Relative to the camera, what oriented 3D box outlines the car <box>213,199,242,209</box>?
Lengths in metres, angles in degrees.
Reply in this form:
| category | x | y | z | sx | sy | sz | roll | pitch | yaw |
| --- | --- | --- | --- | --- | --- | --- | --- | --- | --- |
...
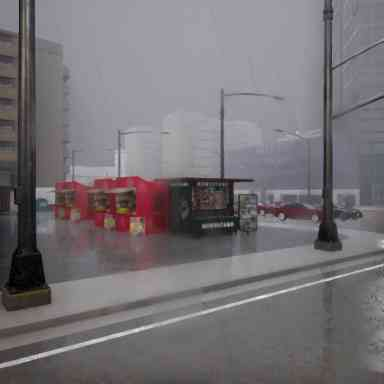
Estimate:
| category | x | y | z | sx | sy | sz | roll | pitch | yaw |
| --- | --- | --- | --- | --- | --- | --- | --- | --- | --- |
| car | 5.867 | 1.944 | 55.449 | 2.128 | 1.511 | 4.902 | 0 | -1 | -36 |

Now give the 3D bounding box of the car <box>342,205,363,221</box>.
| category | x | y | z | sx | sy | sz | roll | pitch | yaw |
| --- | --- | --- | --- | --- | --- | --- | --- | --- | --- |
| car | 12.238 | 1.672 | 28.434 | 1.994 | 1.385 | 4.181 | 0 | -1 | -35 |

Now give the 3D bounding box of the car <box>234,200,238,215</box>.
| category | x | y | z | sx | sy | sz | roll | pitch | yaw |
| --- | --- | --- | --- | --- | --- | --- | --- | --- | --- |
| car | 3.558 | 1.750 | 34.446 | 1.812 | 1.442 | 4.674 | 0 | -1 | -36 |

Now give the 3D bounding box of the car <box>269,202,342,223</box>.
| category | x | y | z | sx | sy | sz | roll | pitch | yaw |
| --- | --- | --- | --- | --- | --- | --- | --- | --- | --- |
| car | 9.011 | 1.589 | 26.889 | 1.882 | 1.535 | 5.008 | 0 | -1 | -38 |

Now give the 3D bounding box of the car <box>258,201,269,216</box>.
| category | x | y | z | sx | sy | sz | roll | pitch | yaw |
| --- | --- | --- | --- | --- | --- | --- | --- | --- | --- |
| car | 6.961 | 1.689 | 35.710 | 1.882 | 1.535 | 5.008 | 0 | -1 | -36 |
